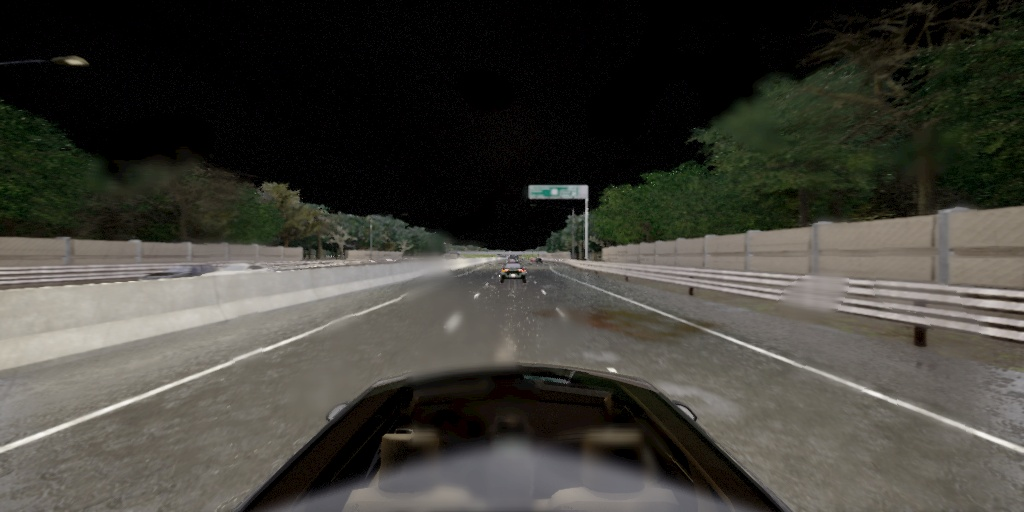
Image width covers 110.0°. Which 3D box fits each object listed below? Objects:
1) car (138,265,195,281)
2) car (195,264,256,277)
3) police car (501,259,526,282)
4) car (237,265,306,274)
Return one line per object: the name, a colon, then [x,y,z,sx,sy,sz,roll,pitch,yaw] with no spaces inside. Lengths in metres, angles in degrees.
car: [-21.087,1.292,23.529,2.033,1.411,5.357,0,0,0]
car: [-17.588,1.270,23.447,1.812,1.442,4.674,0,0,0]
police car: [0.094,1.251,28.912,2.038,1.542,4.974,0,0,0]
car: [-14.096,1.346,22.177,1.895,1.301,4.718,0,0,0]
